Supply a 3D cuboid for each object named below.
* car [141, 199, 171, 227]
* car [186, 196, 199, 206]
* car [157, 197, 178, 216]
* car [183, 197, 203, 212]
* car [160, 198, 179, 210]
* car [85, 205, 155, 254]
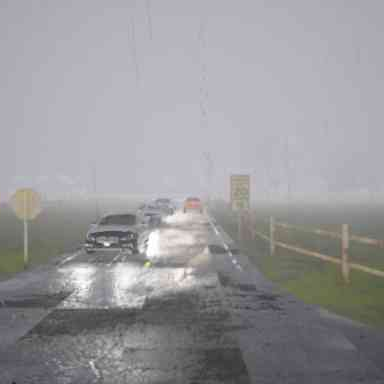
[{"bbox_3d":[-2.818,1.481,22.623,2.128,1.511,4.902,0,0,0],"label":"car"},{"bbox_3d":[0.103,1.510,56.896,2.033,1.411,5.357,0,0,0],"label":"car"},{"bbox_3d":[-2.805,1.335,32.634,2.097,1.767,4.553,0,0,0],"label":"car"},{"bbox_3d":[0.110,1.331,38.030,2.097,1.767,4.553,0,0,0],"label":"car"},{"bbox_3d":[-2.798,1.523,42.833,2.033,1.411,5.357,0,0,0],"label":"car"},{"bbox_3d":[-2.816,1.500,13.493,1.837,1.490,4.892,0,0,0],"label":"car"}]
